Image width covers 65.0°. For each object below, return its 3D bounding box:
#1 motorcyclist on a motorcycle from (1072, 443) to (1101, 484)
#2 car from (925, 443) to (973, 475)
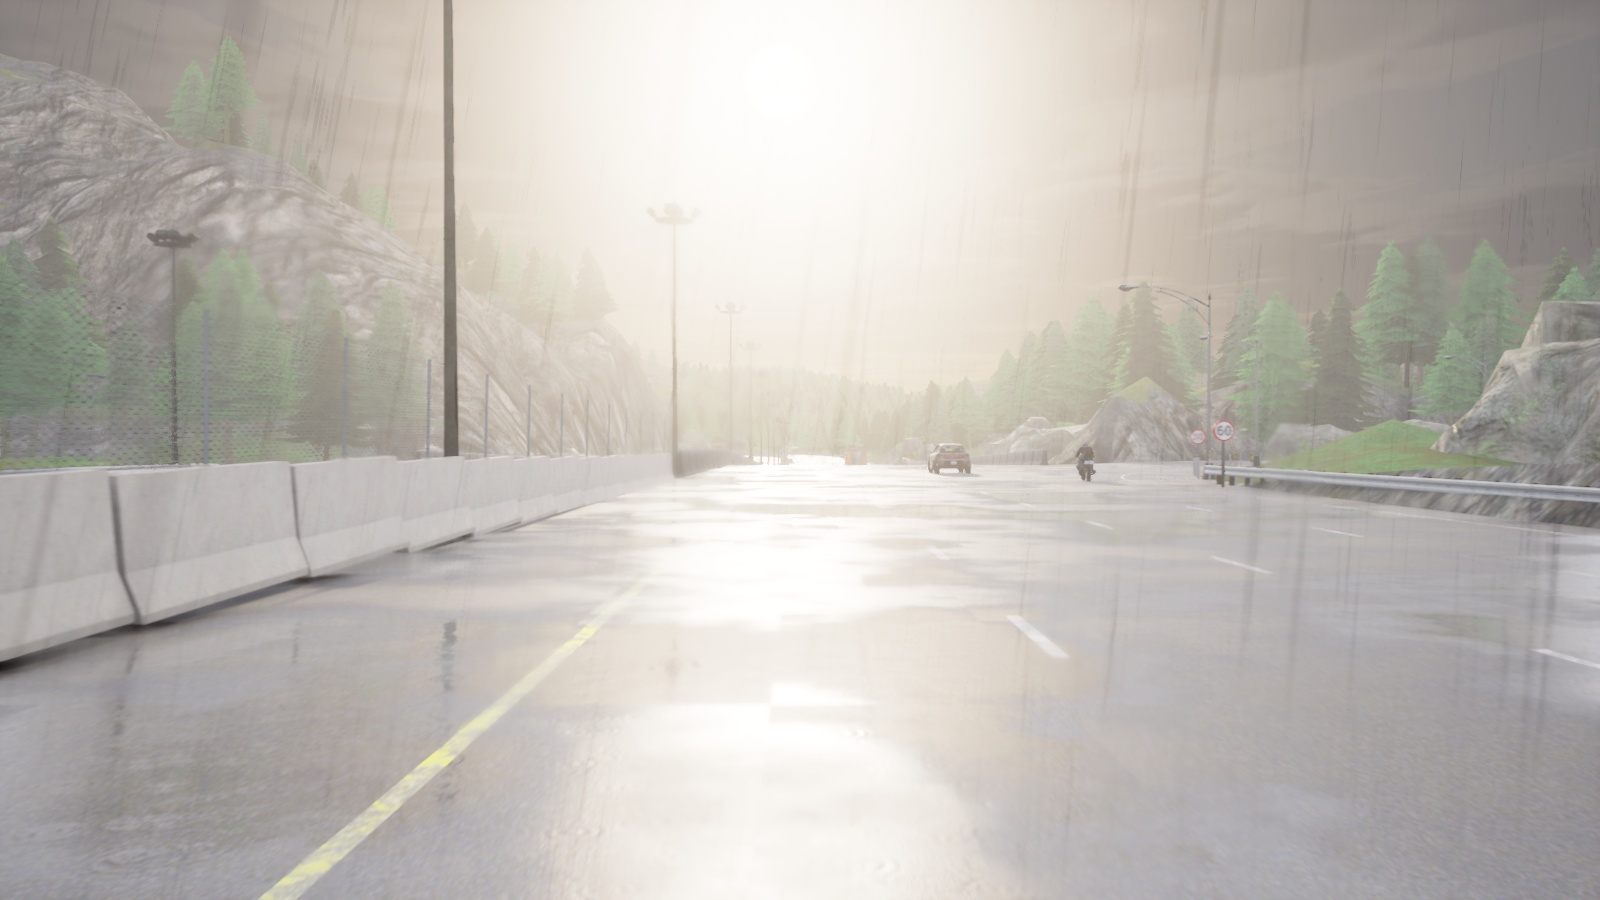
[{"bbox_3d":[11.109,0.513,48.785,0.866,1.530,2.191,0,0,6],"label":"motorcyclist on a motorcycle"},{"bbox_3d":[7.257,0.421,61.433,1.816,1.474,4.193,0,0,0],"label":"car"}]
